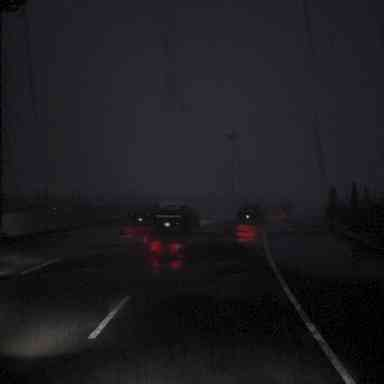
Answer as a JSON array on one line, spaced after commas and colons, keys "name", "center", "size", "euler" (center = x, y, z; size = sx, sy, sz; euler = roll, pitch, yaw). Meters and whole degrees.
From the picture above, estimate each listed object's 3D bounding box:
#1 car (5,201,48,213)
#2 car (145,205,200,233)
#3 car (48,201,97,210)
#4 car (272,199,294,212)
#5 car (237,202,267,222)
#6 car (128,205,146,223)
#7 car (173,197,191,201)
[{"name": "car", "center": [-15.705, 1.548, 31.946], "size": [1.994, 1.385, 4.181], "euler": [0, 0, 18]}, {"name": "car", "center": [-0.767, 1.511, 19.924], "size": [2.128, 1.511, 4.902], "euler": [0, 0, 13]}, {"name": "car", "center": [-11.602, 1.600, 33.205], "size": [1.895, 1.301, 4.718], "euler": [0, 0, 19]}, {"name": "car", "center": [11.253, 1.608, 41.051], "size": [1.812, 1.442, 4.674], "euler": [0, 0, 29]}, {"name": "car", "center": [4.799, 1.551, 26.552], "size": [1.837, 1.490, 4.892], "euler": [0, 0, 18]}, {"name": "car", "center": [-2.975, 1.619, 25.312], "size": [1.895, 1.301, 4.718], "euler": [0, 0, 16]}, {"name": "car", "center": [-1.453, 1.526, 47.491], "size": [1.882, 1.535, 5.008], "euler": [0, 0, 29]}]
